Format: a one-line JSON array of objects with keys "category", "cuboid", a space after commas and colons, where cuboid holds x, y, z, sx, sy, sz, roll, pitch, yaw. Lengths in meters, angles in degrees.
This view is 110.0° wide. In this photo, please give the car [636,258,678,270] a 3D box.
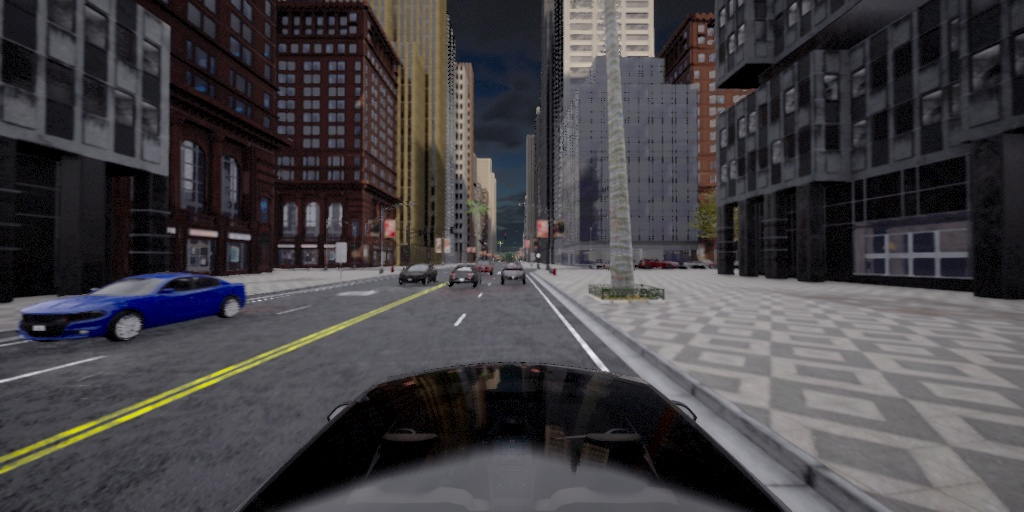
[{"category": "car", "cuboid": [20.957, 1.164, 52.424, 5.009, 1.841, 2.192, 0, 0, -1]}]

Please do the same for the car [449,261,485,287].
[{"category": "car", "cuboid": [-3.150, 1.313, 24.725, 1.812, 1.442, 4.674, 0, 0, 0]}]

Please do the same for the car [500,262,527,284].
[{"category": "car", "cuboid": [0.101, 1.291, 27.479, 2.128, 1.511, 4.902, 0, 0, 0]}]

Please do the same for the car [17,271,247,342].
[{"category": "car", "cuboid": [-9.851, 1.231, 9.965, 1.882, 1.535, 5.008, 0, 0, 0]}]

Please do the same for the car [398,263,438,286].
[{"category": "car", "cuboid": [-6.593, 1.268, 25.662, 1.882, 1.535, 5.008, 0, 0, 0]}]

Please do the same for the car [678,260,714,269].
[{"category": "car", "cuboid": [26.594, 1.400, 52.511, 4.313, 1.339, 1.948, 0, 0, -1]}]

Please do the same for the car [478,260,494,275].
[{"category": "car", "cuboid": [-3.147, 1.229, 40.774, 2.097, 1.767, 4.553, 0, 0, 0]}]

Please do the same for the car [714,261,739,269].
[{"category": "car", "cuboid": [32.231, 1.385, 52.598, 4.313, 1.339, 1.948, 0, 0, -1]}]

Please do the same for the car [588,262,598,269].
[{"category": "car", "cuboid": [15.189, 1.561, 60.860, 4.313, 1.339, 1.948, 0, 0, -1]}]

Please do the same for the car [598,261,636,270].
[{"category": "car", "cuboid": [15.319, 1.450, 52.336, 4.207, 1.307, 1.802, 0, 0, -1]}]
